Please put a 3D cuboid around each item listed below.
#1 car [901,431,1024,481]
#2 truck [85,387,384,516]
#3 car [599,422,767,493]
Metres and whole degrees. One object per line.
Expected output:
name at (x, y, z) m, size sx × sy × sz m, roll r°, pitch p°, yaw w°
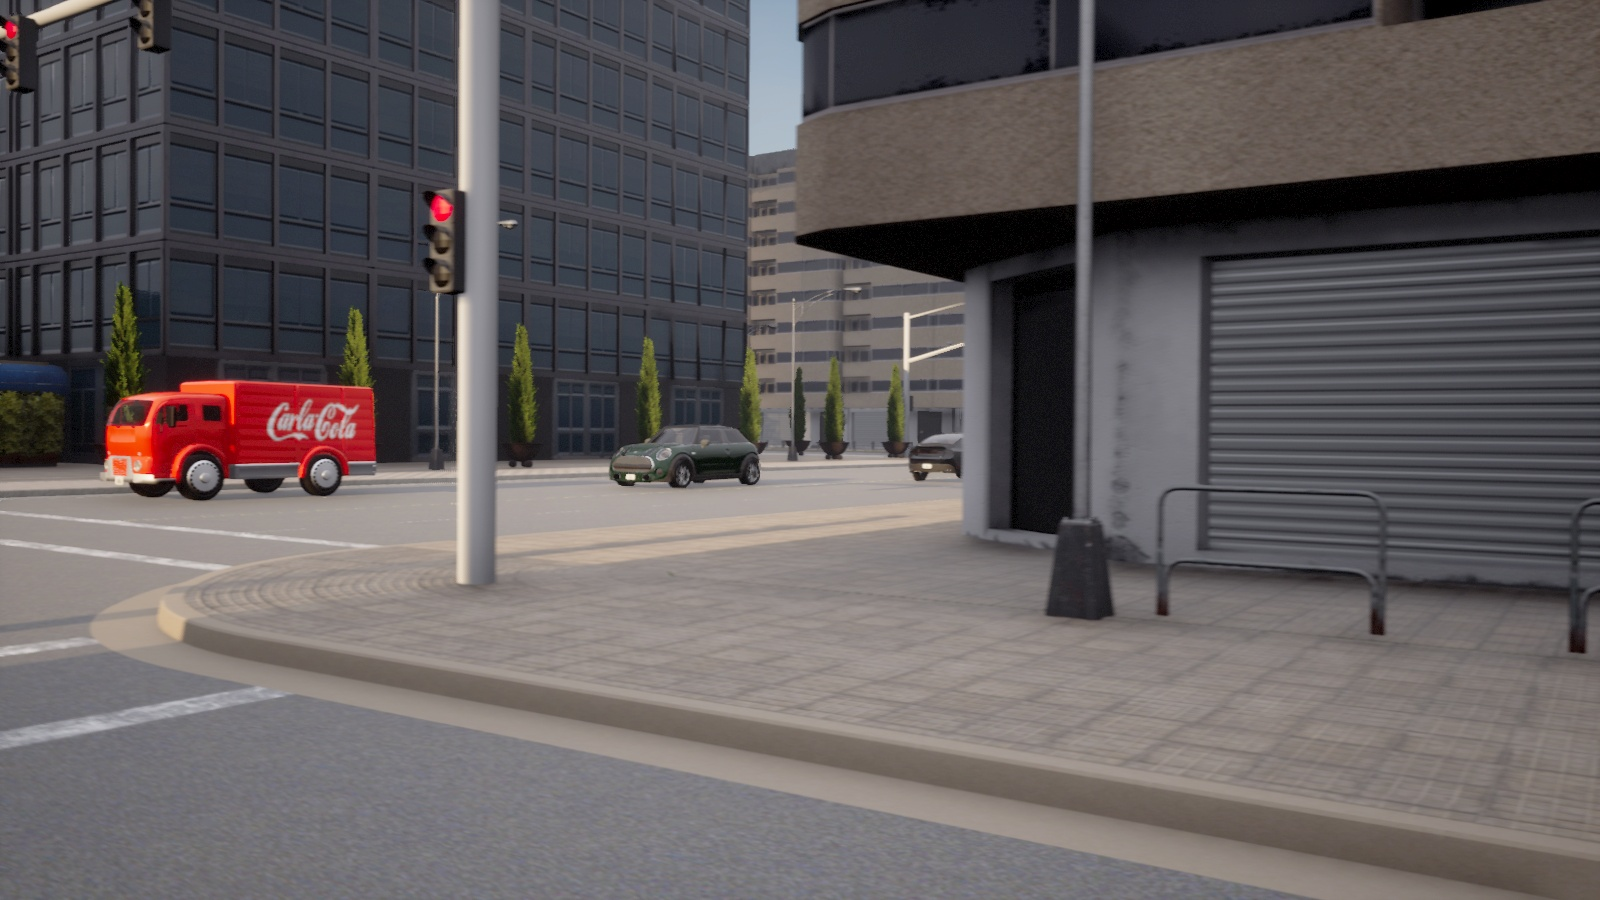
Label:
car at (5.239, 0.143, 39.863) m, size 1.837 × 1.490 × 4.892 m, roll 0°, pitch 1°, yaw 34°
truck at (-11.974, -0.015, 26.973) m, size 2.627 × 2.467 × 5.204 m, roll 0°, pitch 1°, yaw 34°
car at (-3.065, 0.155, 33.861) m, size 2.097 × 1.767 × 4.553 m, roll 0°, pitch 1°, yaw 34°
